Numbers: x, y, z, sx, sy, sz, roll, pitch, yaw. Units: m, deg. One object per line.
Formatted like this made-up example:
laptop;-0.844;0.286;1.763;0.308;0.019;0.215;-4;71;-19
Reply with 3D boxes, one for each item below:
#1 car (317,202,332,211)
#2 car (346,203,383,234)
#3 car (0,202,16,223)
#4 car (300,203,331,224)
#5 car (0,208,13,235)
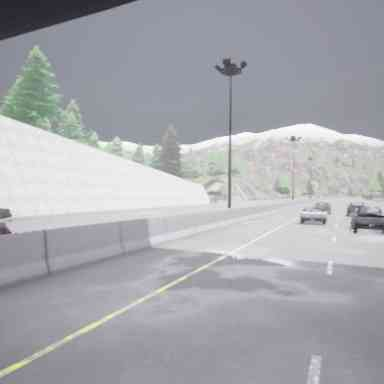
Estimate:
car;15.234;1.875;38.742;2.033;1.411;5.357;0;0;24
car;11.052;1.697;20.862;2.128;1.511;4.902;0;0;24
car;-15.153;1.485;22.786;2.033;1.411;5.357;0;0;24
car;10.008;1.822;27.086;1.895;1.301;4.718;0;0;24
car;-8.690;1.482;11.537;1.812;1.442;4.674;0;0;24
